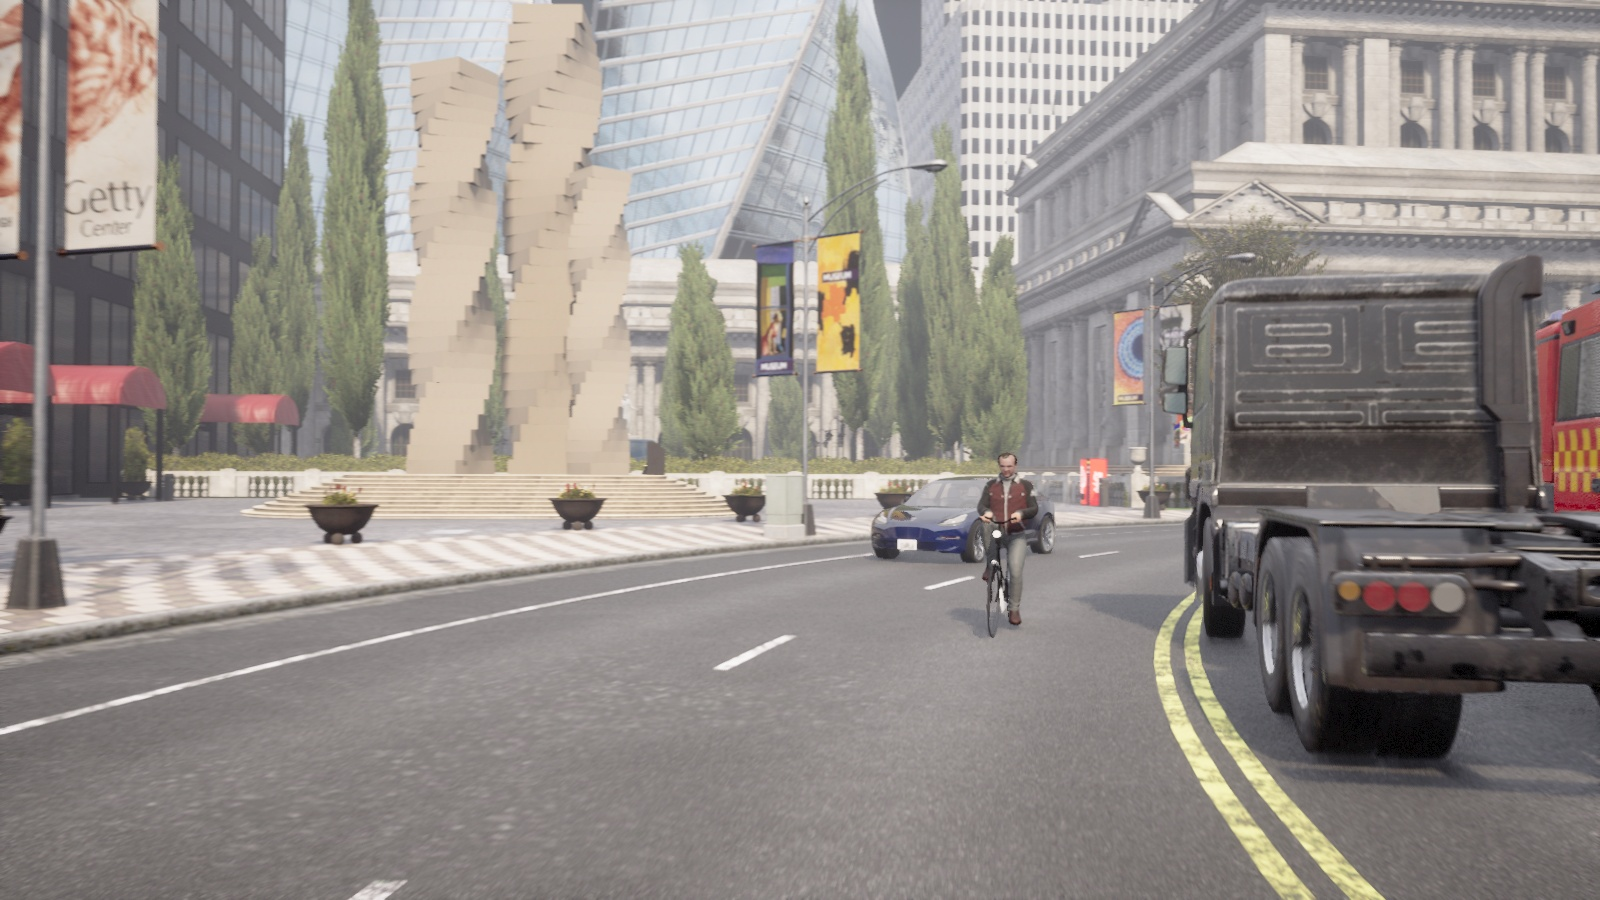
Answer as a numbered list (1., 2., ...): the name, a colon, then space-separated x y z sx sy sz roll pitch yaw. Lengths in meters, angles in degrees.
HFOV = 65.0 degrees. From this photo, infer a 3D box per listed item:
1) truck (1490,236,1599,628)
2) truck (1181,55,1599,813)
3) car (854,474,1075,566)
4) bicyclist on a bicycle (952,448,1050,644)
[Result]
1. truck: 9.319 -0.172 12.222 2.891 3.827 8.468 -1 -1 17
2. truck: 4.750 -0.021 9.556 2.891 3.462 7.936 0 -1 12
3. car: 3.159 1.194 23.202 2.163 1.488 4.792 -1 -1 33
4. bicyclist on a bicycle: 2.007 0.886 12.349 0.659 1.776 1.843 0 -1 19
